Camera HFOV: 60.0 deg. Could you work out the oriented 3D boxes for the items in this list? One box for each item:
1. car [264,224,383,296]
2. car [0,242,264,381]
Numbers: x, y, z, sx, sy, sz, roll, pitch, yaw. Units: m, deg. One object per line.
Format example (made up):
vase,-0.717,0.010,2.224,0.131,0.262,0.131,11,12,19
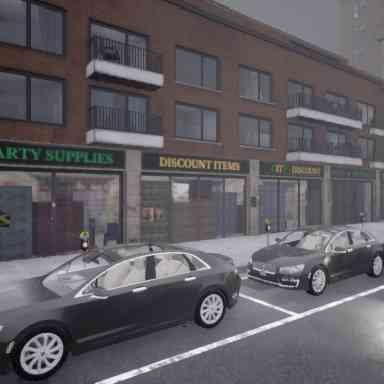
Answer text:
car,3.335,1.551,8.565,4.403,1.369,2.008,0,0,-35
car,-1.158,1.551,5.362,4.403,1.369,2.008,0,0,-35
